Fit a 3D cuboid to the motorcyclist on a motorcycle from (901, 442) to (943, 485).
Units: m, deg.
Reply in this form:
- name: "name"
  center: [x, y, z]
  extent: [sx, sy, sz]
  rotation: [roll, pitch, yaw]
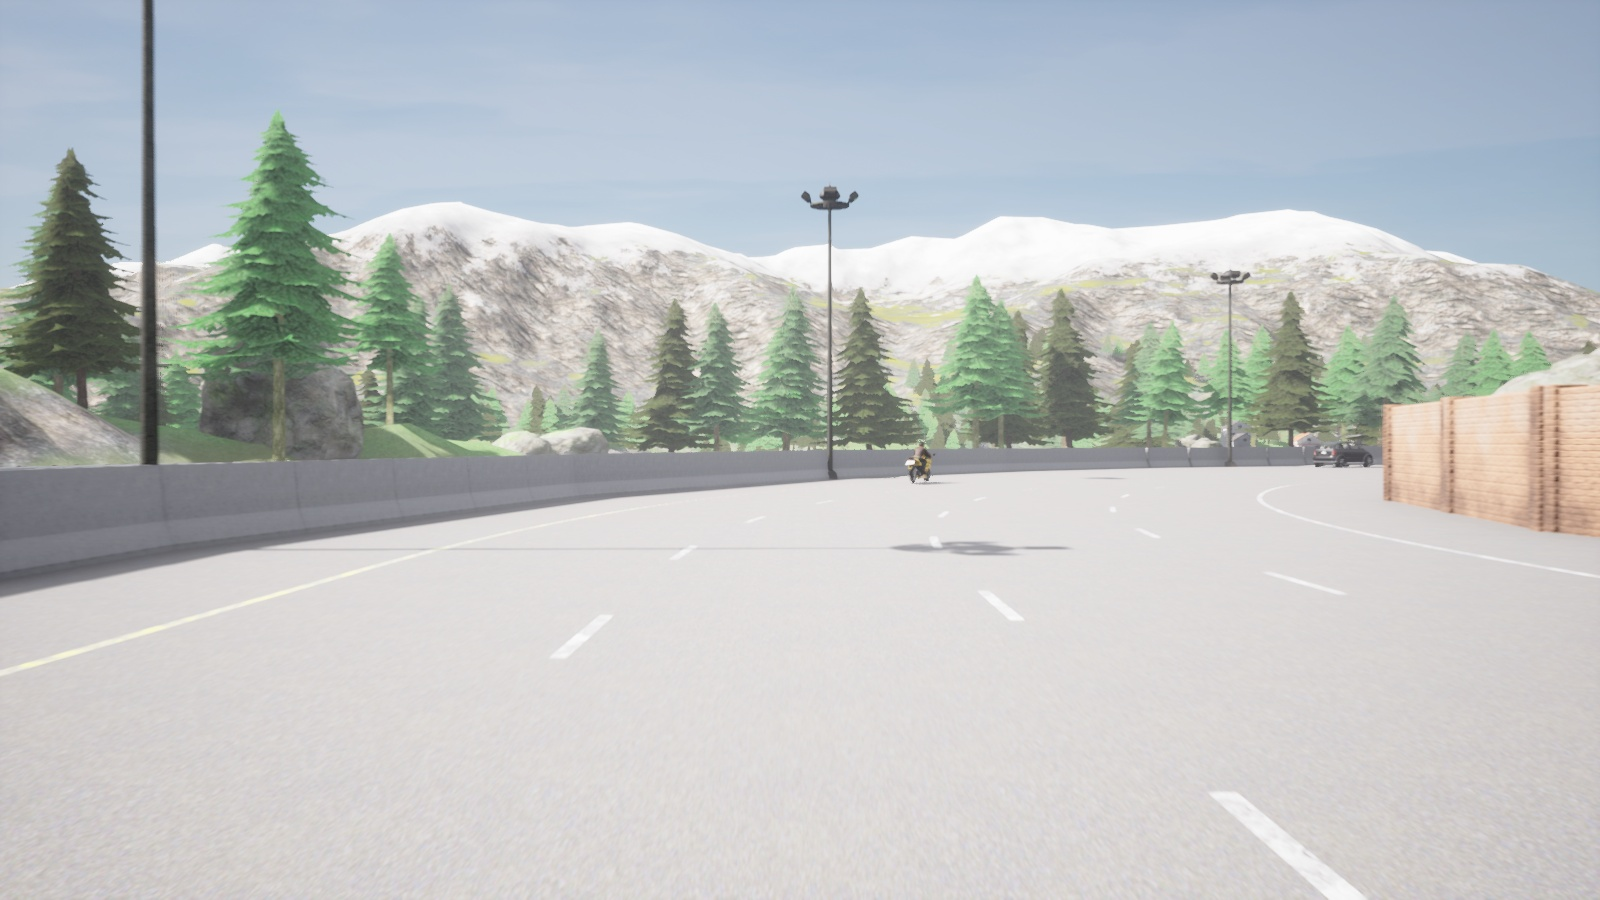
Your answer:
- name: "motorcyclist on a motorcycle"
  center: [4.474, 0.461, 46.019]
  extent: [0.797, 1.523, 2.044]
  rotation: [1, 1, 27]

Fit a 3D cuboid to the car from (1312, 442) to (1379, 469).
- name: "car"
  center: [32.289, 0.312, 74.360]
  extent: [3.705, 1.549, 1.789]
  rotation: [0, 0, -30]
